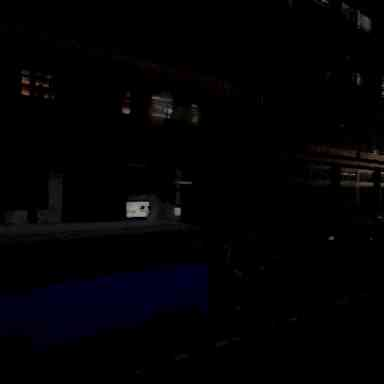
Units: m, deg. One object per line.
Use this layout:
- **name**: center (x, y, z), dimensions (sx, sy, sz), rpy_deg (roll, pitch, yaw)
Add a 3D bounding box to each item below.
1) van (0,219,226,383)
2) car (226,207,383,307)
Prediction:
- **van**: center (-1.613, 1.347, 4.942), dimensions (3.998, 1.788, 1.690), rpy_deg (0, 0, -35)
- **car**: center (2.981, 1.340, 8.216), dimensions (5.009, 1.841, 2.192), rpy_deg (0, 0, -35)
